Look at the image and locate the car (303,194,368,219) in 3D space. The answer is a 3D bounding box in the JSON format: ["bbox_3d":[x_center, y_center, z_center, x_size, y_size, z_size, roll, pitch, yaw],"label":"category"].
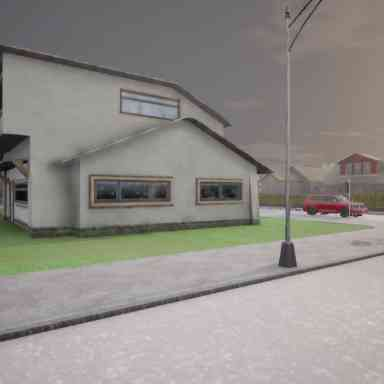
[{"bbox_3d":[12.750,1.221,30.001,2.150,2.045,5.566,0,0,-35],"label":"car"}]
